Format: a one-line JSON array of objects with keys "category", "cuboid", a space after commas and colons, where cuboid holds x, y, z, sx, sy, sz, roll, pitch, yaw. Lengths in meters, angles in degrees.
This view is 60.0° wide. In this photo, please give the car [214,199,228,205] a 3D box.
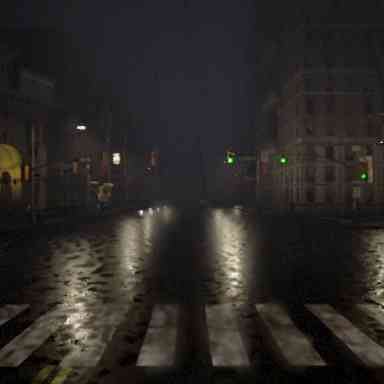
[{"category": "car", "cuboid": [7.112, 2.567, 83.306, 2.128, 1.511, 4.902, 0, -1, 25]}]

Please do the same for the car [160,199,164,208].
[{"category": "car", "cuboid": [-6.991, 2.309, 64.173, 1.837, 1.490, 4.892, 0, -1, 1]}]

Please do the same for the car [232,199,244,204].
[{"category": "car", "cuboid": [12.482, 2.652, 92.098, 1.837, 1.490, 4.892, -1, -1, 41]}]

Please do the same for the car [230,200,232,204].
[{"category": "car", "cuboid": [8.261, 2.621, 92.319, 1.882, 1.535, 5.008, -1, -1, 38]}]

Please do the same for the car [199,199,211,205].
[{"category": "car", "cuboid": [3.311, 2.567, 83.329, 1.812, 1.442, 4.674, 0, -1, 22]}]

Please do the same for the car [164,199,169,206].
[{"category": "car", "cuboid": [-6.330, 2.412, 74.615, 1.882, 1.535, 5.008, 0, -1, 7]}]

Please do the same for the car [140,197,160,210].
[{"category": "car", "cuboid": [-7.060, 1.904, 54.485, 2.150, 2.045, 5.566, 0, -1, 0]}]
